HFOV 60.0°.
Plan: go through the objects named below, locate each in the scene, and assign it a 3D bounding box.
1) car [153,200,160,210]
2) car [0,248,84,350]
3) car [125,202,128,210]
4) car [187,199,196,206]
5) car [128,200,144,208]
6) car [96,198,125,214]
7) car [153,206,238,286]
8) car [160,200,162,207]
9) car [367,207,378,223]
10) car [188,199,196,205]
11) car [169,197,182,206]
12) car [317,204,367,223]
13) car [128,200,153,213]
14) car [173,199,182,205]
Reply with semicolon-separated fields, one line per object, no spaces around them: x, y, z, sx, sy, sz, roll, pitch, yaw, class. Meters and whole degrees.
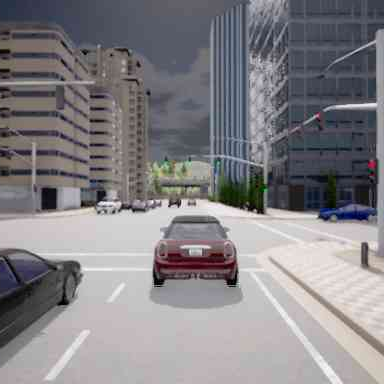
-7.101;2.158;55.923;2.128;1.511;4.902;0;-1;0;car
-3.424;1.612;5.234;2.033;1.411;5.357;0;-1;0;car
-10.611;2.229;52.663;1.895;1.301;4.718;0;-1;0;car
-0.028;2.432;74.276;1.994;1.385;4.181;0;-1;0;car
-10.562;2.243;63.041;2.128;1.511;4.902;0;-1;1;car
-10.615;1.734;42.900;2.150;2.045;5.566;0;-1;0;car
0.090;1.470;9.967;2.097;1.767;4.553;0;-1;0;car
-7.037;2.280;66.171;2.128;1.511;4.902;0;-1;0;car
16.271;1.731;24.789;4.902;1.511;2.128;0;-1;0;car
-0.031;2.479;82.770;1.812;1.442;4.674;0;-1;0;car
-3.426;2.004;65.734;2.150;2.045;5.566;0;-1;0;car
13.283;1.760;28.311;5.008;1.535;1.882;0;-1;1;car
-7.116;2.101;46.411;2.033;1.411;5.357;0;-1;0;car
-3.530;2.449;81.497;1.882;1.535;5.008;0;-1;0;car
